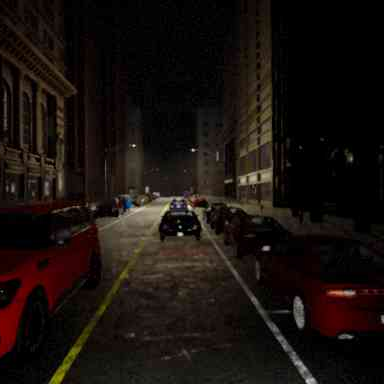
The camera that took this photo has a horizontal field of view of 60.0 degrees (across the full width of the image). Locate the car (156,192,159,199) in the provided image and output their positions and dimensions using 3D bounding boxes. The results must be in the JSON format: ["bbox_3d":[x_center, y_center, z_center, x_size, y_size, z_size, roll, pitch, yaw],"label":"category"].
[{"bbox_3d":[-9.024,1.076,73.561,1.967,1.590,4.097,0,0,-3],"label":"car"}]

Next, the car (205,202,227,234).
[{"bbox_3d":[1.956,1.436,17.751,1.887,1.381,4.507,0,0,-3],"label":"car"}]

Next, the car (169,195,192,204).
[{"bbox_3d":[-1.339,1.370,33.764,2.033,1.411,5.357,0,0,-2],"label":"car"}]

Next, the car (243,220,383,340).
[{"bbox_3d":[2.449,1.493,6.512,1.887,1.381,4.507,0,0,-3],"label":"car"}]

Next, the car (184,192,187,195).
[{"bbox_3d":[-0.015,1.189,62.705,2.008,1.369,4.403,0,0,-3],"label":"car"}]

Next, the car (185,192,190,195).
[{"bbox_3d":[0.231,1.216,57.086,1.887,1.381,4.507,0,0,-3],"label":"car"}]

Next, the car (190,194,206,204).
[{"bbox_3d":[0.971,1.312,40.229,1.887,1.381,4.507,0,0,-3],"label":"car"}]

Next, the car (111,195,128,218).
[{"bbox_3d":[-7.053,1.333,28.610,1.967,1.590,4.097,0,0,-3],"label":"car"}]

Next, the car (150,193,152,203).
[{"bbox_3d":[-8.278,1.260,56.535,1.752,1.417,4.829,0,0,-3],"label":"car"}]

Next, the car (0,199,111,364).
[{"bbox_3d":[-3.220,1.213,6.157,2.150,2.045,5.566,0,0,-3],"label":"car"}]

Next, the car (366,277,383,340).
[{"bbox_3d":[2.695,1.520,0.894,1.887,1.381,4.507,0,0,-3],"label":"car"}]

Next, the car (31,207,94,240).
[{"bbox_3d":[-6.561,1.536,17.373,1.802,1.307,4.206,0,0,-3],"label":"car"}]

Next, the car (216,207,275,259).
[{"bbox_3d":[2.203,1.465,12.132,1.887,1.381,4.507,0,0,-3],"label":"car"}]

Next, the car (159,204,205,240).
[{"bbox_3d":[-0.593,1.517,16.511,1.895,1.301,4.718,0,0,-2],"label":"car"}]

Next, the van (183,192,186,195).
[{"bbox_3d":[-0.754,0.881,79.561,1.690,1.788,3.998,0,0,-3],"label":"van"}]

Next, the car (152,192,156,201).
[{"bbox_3d":[-8.531,1.016,62.323,2.192,1.841,5.009,0,0,-3],"label":"car"}]

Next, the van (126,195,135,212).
[{"bbox_3d":[-7.299,1.203,34.228,1.690,1.788,3.998,0,0,-3],"label":"van"}]

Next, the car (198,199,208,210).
[{"bbox_3d":[1.709,1.427,23.372,1.947,1.339,4.313,0,0,-3],"label":"car"}]

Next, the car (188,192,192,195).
[{"bbox_3d":[0.724,1.176,45.847,1.967,1.590,4.097,0,0,-3],"label":"car"}]

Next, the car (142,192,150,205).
[{"bbox_3d":[-8.039,1.206,51.085,1.967,1.590,4.097,0,0,-3],"label":"car"}]

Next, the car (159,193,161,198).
[{"bbox_3d":[-9.518,1.151,84.799,1.802,1.307,4.206,0,0,-3],"label":"car"}]

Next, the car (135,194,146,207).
[{"bbox_3d":[-7.793,1.364,45.467,1.947,1.339,4.313,0,0,-3],"label":"car"}]
